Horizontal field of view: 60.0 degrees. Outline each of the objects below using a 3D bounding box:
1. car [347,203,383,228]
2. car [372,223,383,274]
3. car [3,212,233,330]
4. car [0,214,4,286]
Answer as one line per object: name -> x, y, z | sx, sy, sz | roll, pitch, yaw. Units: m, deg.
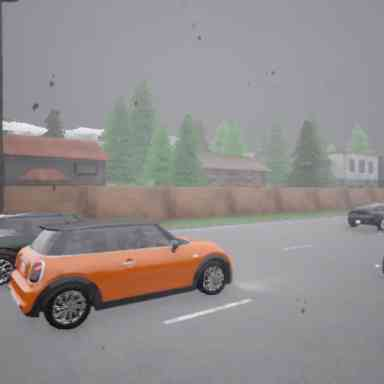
car -> 11.548, 1.451, 20.584 | 4.892, 1.490, 1.837 | 0, 0, -36
car -> 6.742, 1.538, 8.556 | 4.181, 1.385, 1.994 | 0, 0, -36
car -> -1.268, 1.345, 7.142 | 4.553, 1.767, 2.097 | 0, 0, -35
car -> -3.816, 1.347, 9.624 | 4.553, 1.767, 2.097 | 0, 0, -36
